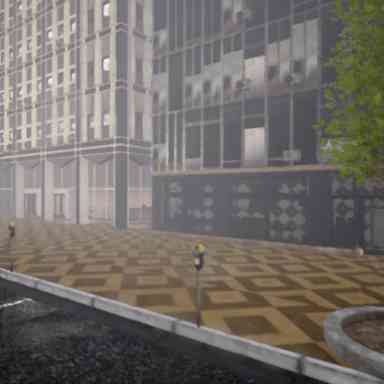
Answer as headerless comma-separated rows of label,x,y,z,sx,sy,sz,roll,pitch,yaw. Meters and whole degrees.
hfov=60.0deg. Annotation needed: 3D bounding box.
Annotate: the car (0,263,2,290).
car,-5.626,1.507,6.884,4.313,1.339,1.947,0,0,35
